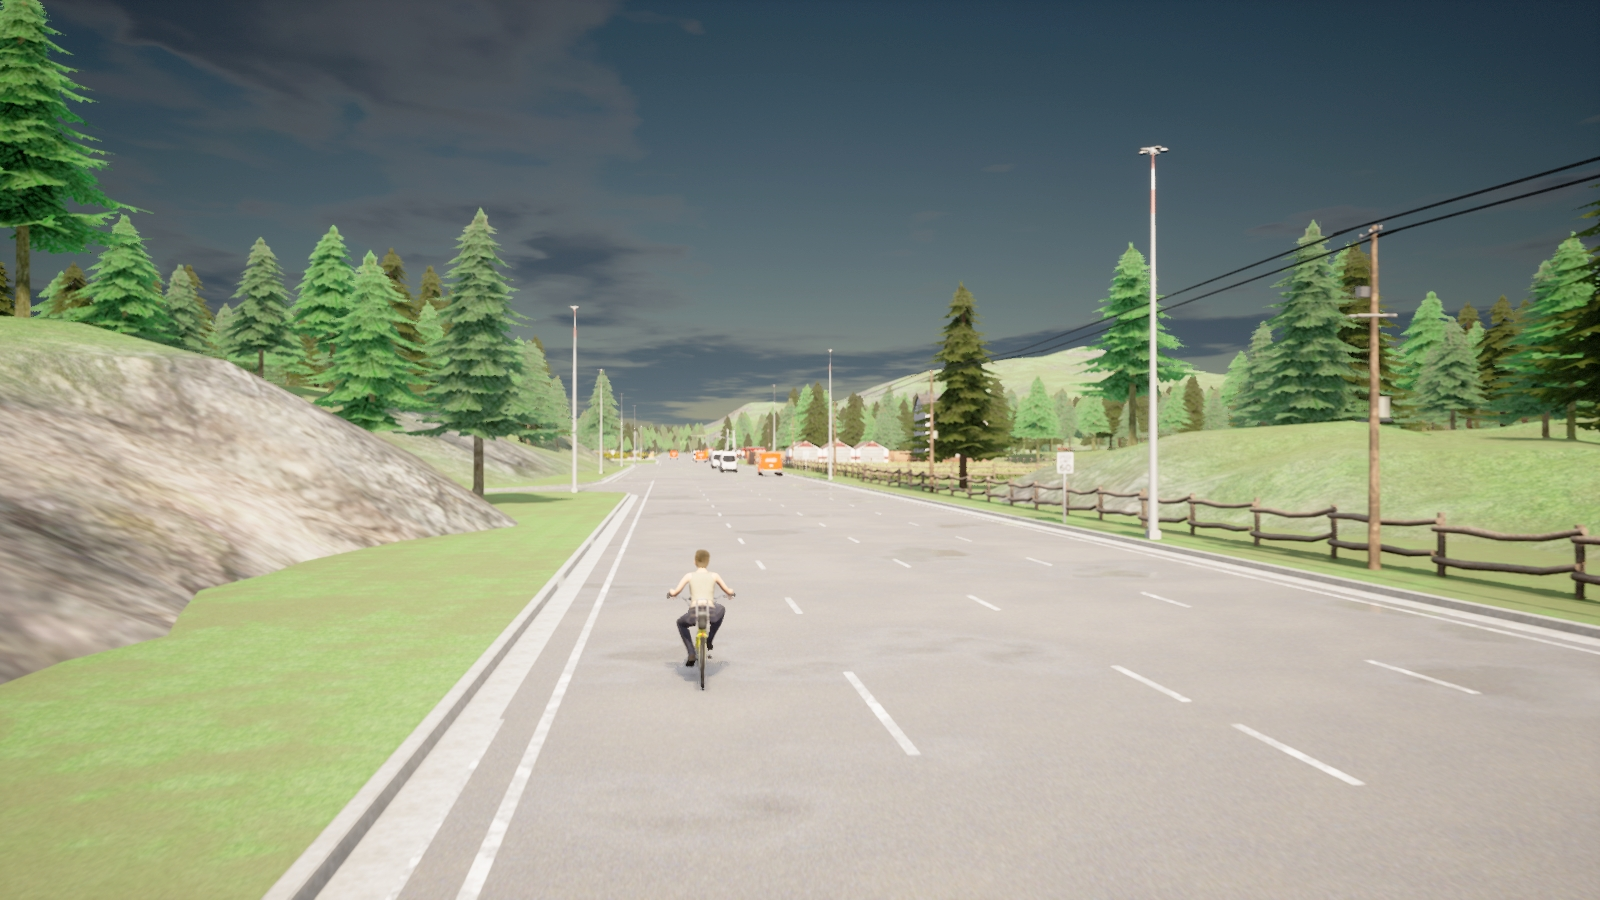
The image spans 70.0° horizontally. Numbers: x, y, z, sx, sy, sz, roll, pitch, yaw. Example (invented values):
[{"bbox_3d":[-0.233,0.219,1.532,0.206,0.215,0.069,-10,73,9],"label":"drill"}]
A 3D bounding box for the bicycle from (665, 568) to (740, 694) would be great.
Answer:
[{"bbox_3d":[-1.191,2.156,13.857,0.859,1.276,1.487,0,0,-6],"label":"bicycle"}]
